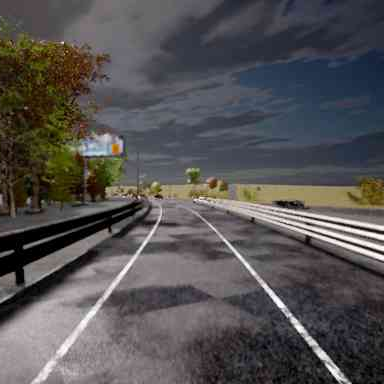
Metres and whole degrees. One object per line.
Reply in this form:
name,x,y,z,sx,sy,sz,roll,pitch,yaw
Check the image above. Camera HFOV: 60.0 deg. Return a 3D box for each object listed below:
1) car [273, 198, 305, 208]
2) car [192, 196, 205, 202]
car,12.776,1.448,44.184,1.895,1.301,4.718,0,0,-20
car,1.409,1.500,75.163,1.994,1.385,4.181,0,0,-20
